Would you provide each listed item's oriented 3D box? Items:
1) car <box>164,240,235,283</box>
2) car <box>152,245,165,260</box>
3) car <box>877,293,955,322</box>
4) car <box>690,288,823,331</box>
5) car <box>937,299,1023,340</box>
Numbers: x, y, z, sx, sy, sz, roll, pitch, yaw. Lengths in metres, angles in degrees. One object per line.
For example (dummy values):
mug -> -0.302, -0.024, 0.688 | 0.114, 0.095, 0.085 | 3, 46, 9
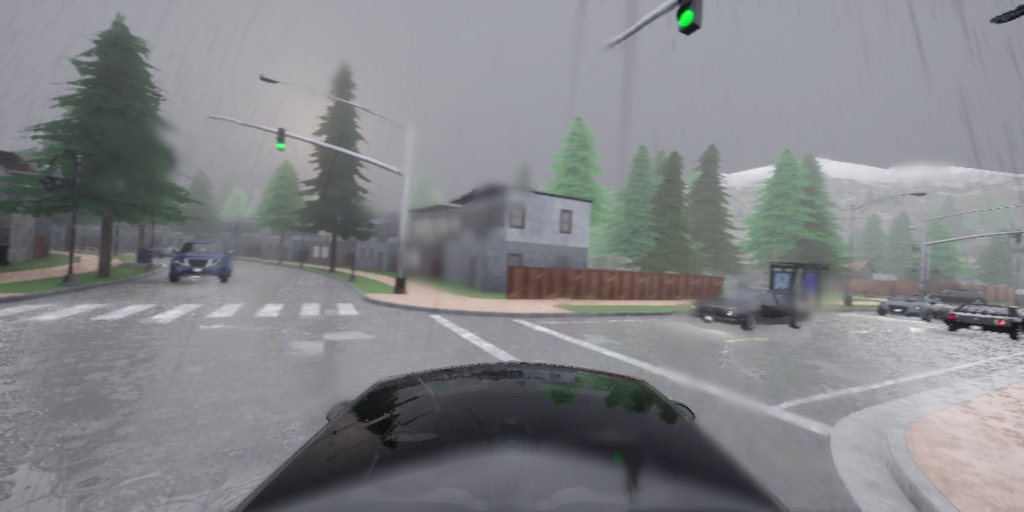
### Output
car -> -16.106, 0.231, 18.893 | 2.150, 2.045, 5.566 | 4, -1, -35
car -> -36.300, -0.393, 37.807 | 4.674, 1.442, 1.812 | 3, -1, 31
car -> 23.221, 2.949, 20.767 | 4.181, 1.385, 1.994 | 4, -1, -26
car -> 9.497, 2.025, 14.050 | 5.357, 1.411, 2.033 | 4, -1, -26
car -> 21.111, 2.790, 15.738 | 4.718, 1.301, 1.895 | 4, -1, -26
